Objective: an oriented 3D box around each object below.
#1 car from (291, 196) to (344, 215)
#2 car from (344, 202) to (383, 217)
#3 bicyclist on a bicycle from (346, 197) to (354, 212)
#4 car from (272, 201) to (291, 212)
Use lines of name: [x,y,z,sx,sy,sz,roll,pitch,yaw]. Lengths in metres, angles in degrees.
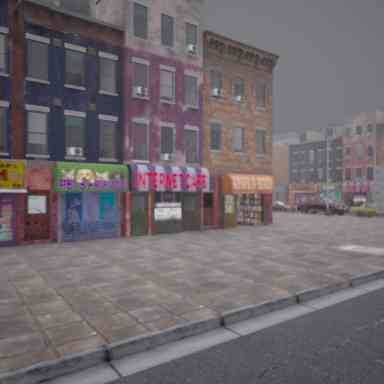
car: [12.930,1.365,33.390,2.192,1.841,5.009,0,0,-35]
car: [16.194,1.561,28.813,1.752,1.417,4.829,0,0,-35]
bicyclist on a bicycle: [17.485,1.359,36.728,1.656,1.620,0.582,0,0,-35]
car: [9.765,1.646,37.829,1.802,1.307,4.206,0,0,-35]
